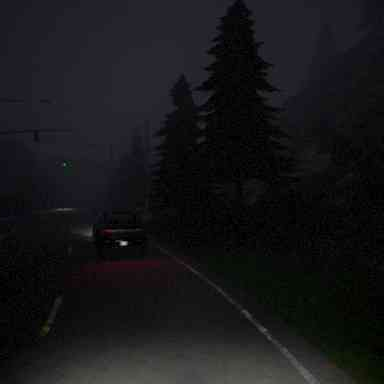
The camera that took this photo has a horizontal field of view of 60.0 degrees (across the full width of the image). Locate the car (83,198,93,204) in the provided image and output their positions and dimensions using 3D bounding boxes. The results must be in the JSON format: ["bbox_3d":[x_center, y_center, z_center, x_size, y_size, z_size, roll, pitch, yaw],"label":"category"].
[{"bbox_3d":[-21.645,1.895,69.363,1.994,1.385,4.181,0,0,-18],"label":"car"}]

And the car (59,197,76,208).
[{"bbox_3d":[-20.042,1.776,53.267,2.128,1.511,4.902,0,0,-18],"label":"car"}]

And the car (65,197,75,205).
[{"bbox_3d":[-24.835,1.843,67.866,1.837,1.490,4.892,0,0,-18],"label":"car"}]

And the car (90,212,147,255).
[{"bbox_3d":[-3.078,1.554,13.693,2.128,1.511,4.902,0,0,-18],"label":"car"}]
